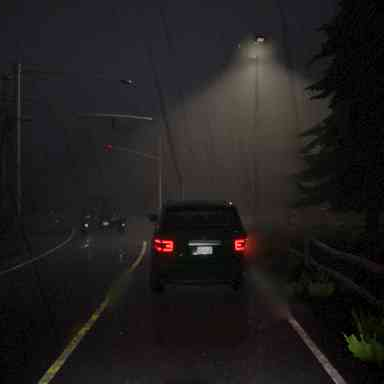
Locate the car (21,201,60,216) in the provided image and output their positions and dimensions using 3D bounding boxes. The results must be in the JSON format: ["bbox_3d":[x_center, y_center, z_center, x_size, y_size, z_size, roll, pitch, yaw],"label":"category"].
[{"bbox_3d":[-15.270,1.547,32.619,5.357,1.411,2.033,0,0,34],"label":"car"}]

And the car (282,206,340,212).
[{"bbox_3d":[10.708,1.627,30.182,4.718,1.301,1.895,0,0,0],"label":"car"}]

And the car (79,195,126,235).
[{"bbox_3d":[-5.244,1.221,19.198,2.150,2.045,5.566,1,0,-20],"label":"car"}]

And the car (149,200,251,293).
[{"bbox_3d":[0.010,1.221,9.105,2.150,2.045,5.566,0,0,-5],"label":"car"}]
